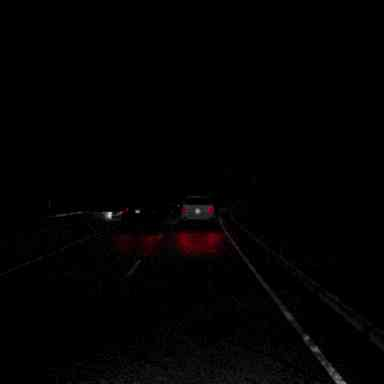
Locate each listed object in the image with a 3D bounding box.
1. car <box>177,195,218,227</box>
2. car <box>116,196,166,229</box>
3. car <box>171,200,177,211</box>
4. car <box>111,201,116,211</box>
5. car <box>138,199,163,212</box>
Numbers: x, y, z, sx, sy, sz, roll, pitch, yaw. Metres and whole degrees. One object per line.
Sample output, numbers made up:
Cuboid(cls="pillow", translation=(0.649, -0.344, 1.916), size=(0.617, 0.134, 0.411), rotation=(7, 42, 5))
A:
Cuboid(cls="car", translation=(0.471, 1.252, 22.874), size=(2.150, 2.045, 5.566), rotation=(0, 0, 3))
Cuboid(cls="car", translation=(-3.068, 1.252, 21.956), size=(2.150, 2.045, 5.566), rotation=(0, 0, 2))
Cuboid(cls="car", translation=(-1.287, 1.626, 41.177), size=(1.994, 1.385, 4.181), rotation=(0, 0, 8))
Cuboid(cls="car", translation=(-8.504, 1.539, 41.752), size=(1.882, 1.535, 5.008), rotation=(0, 0, 8))
Cuboid(cls="car", translation=(-5.041, 1.624, 41.245), size=(1.994, 1.385, 4.181), rotation=(0, 0, 8))
